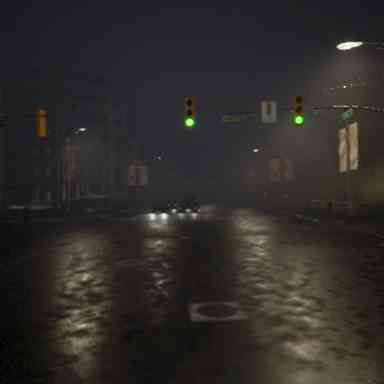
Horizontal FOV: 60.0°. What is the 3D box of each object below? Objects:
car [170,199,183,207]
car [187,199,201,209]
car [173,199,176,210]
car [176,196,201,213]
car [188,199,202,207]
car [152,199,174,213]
[{"bbox_3d":[-2.920,2.065,62.649,2.033,1.411,5.357,-1,0,-6],"label":"car"},{"bbox_3d":[0.367,1.940,53.371,1.812,1.442,4.674,-1,0,4],"label":"car"},{"bbox_3d":[-3.228,1.943,52.096,1.837,1.490,4.892,-1,0,4],"label":"car"},{"bbox_3d":[-0.324,1.566,43.635,2.150,2.045,5.566,-1,0,4],"label":"car"},{"bbox_3d":[0.459,2.042,63.824,2.033,1.411,5.357,-1,0,-6],"label":"car"},{"bbox_3d":[-3.873,1.974,42.975,1.895,1.301,4.718,-1,0,4],"label":"car"}]
